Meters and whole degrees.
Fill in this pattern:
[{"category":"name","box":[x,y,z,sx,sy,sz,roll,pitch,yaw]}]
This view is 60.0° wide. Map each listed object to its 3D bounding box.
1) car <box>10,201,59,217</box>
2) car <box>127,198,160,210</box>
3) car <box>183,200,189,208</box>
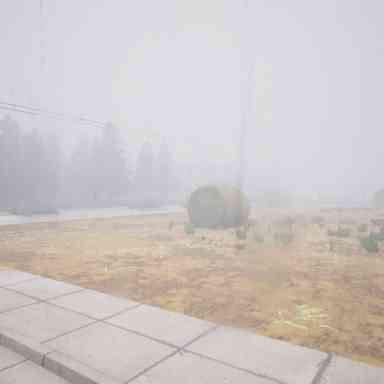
[{"category":"car","box":[-15.003,1.591,31.833,1.994,1.385,4.181,0,0,36]},{"category":"car","box":[-6.302,1.533,43.553,1.837,1.490,4.892,0,0,37]},{"category":"car","box":[0.606,1.590,46.680,1.994,1.385,4.181,0,0,37]}]
